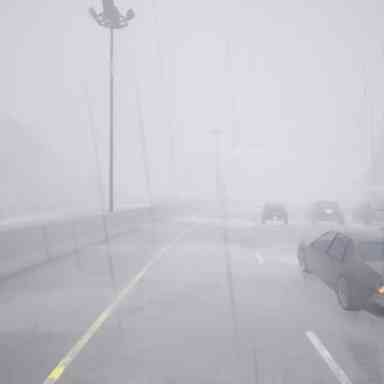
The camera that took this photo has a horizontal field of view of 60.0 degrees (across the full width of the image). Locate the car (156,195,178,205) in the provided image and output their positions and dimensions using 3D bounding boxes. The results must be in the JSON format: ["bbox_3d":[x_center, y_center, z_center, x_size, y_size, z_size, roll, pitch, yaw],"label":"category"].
[{"bbox_3d":[-3.483,1.330,55.009,2.097,1.767,4.553,0,0,22],"label":"car"}]

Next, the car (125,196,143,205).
[{"bbox_3d":[-9.779,1.462,58.156,1.837,1.490,4.892,0,0,22],"label":"car"}]

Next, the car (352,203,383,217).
[{"bbox_3d":[13.156,1.527,24.312,2.128,1.511,4.902,0,0,11],"label":"car"}]

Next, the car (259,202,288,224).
[{"bbox_3d":[6.219,1.520,25.305,1.837,1.490,4.892,0,0,11],"label":"car"}]

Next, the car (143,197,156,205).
[{"bbox_3d":[-6.216,1.532,57.613,1.994,1.385,4.181,0,0,22],"label":"car"}]

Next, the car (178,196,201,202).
[{"bbox_3d":[0.095,1.536,54.596,2.033,1.411,5.357,0,0,22],"label":"car"}]

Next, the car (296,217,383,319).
[{"bbox_3d":[3.866,1.558,7.590,2.033,1.411,5.357,0,0,4],"label":"car"}]

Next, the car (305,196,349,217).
[{"bbox_3d":[9.625,1.375,24.468,2.097,1.767,4.553,0,0,11],"label":"car"}]

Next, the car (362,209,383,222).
[{"bbox_3d":[7.664,1.511,10.649,2.128,1.511,4.902,0,0,6],"label":"car"}]
